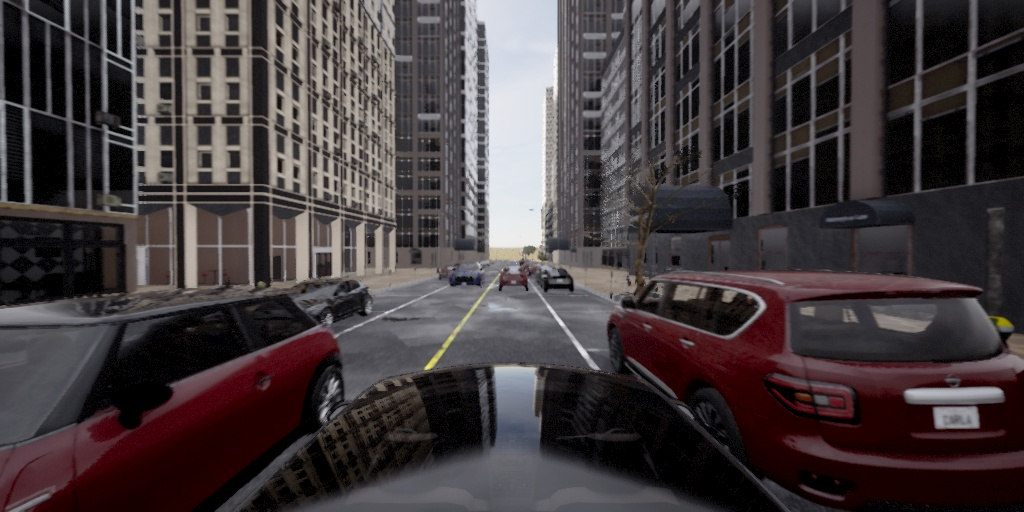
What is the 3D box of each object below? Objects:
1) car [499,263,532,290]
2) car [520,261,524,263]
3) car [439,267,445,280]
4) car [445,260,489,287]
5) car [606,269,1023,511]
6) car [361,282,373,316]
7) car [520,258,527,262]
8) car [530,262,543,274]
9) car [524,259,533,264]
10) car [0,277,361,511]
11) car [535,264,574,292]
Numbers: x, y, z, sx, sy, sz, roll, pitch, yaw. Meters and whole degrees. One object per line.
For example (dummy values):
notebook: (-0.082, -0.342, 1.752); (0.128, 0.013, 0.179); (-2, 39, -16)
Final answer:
car: (0.101, 1.378, 23.457); (1.812, 1.442, 4.674); (0, 0, 0)
car: (0.082, 1.539, 42.603); (1.895, 1.301, 4.718); (0, 0, 0)
car: (-5.667, 1.481, 33.486); (1.802, 1.307, 4.207); (0, 0, 0)
car: (-3.064, 1.212, 25.376); (2.097, 1.767, 4.553); (0, 0, 0)
car: (2.729, 1.079, 4.569); (2.192, 1.841, 5.009); (0, 0, 0)
car: (-5.661, 1.359, 10.791); (1.948, 1.339, 4.313); (0, 0, 0)
car: (2.675, 1.432, 56.125); (1.967, 1.591, 4.097); (0, 0, 0)
car: (2.683, 1.423, 27.753); (2.007, 1.370, 4.403); (0, 0, 0)
car: (2.680, 1.364, 39.102); (1.967, 1.591, 4.097); (0, 0, 0)
car: (-3.089, 1.106, 2.483); (2.097, 1.767, 4.553); (0, 0, 0)
car: (2.684, 1.412, 22.079); (1.948, 1.339, 4.313); (0, 0, 0)
